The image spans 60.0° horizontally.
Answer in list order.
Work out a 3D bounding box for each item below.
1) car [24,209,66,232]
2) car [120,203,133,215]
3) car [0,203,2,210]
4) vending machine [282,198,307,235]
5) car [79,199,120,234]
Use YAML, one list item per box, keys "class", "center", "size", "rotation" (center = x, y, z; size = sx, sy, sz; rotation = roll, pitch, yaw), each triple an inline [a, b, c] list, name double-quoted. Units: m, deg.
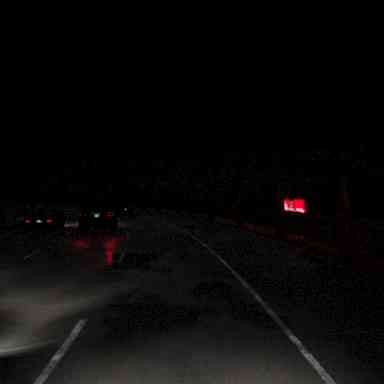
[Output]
- class: "car"
  center: [-9.719, 1.835, 22.244]
  size: [2.033, 1.411, 5.357]
  rotation: [0, -1, -14]
- class: "car"
  center: [-8.504, 2.054, 40.639]
  size: [1.994, 1.385, 4.181]
  rotation: [0, -1, -22]
- class: "car"
  center: [-33.246, 2.255, 55.791]
  size: [1.837, 1.490, 4.892]
  rotation: [1, -1, -36]
- class: "vending machine"
  center: [6.041, 1.396, 19.624]
  size: [1.100, 2.100, 0.880]
  rotation: [0, -1, -10]
- class: "car"
  center: [-6.006, 1.489, 21.632]
  size: [2.150, 2.045, 5.566]
  rotation: [0, -1, -12]
